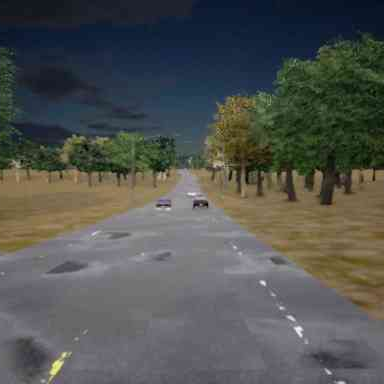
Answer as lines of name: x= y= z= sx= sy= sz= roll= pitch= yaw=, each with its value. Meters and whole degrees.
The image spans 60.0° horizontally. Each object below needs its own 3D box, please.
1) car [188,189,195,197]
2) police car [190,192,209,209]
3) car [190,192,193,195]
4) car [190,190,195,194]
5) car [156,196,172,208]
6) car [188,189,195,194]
car: x=-0.028 y=0.421 z=75.763 sx=1.895 sy=1.301 sz=4.718 roll=0 pitch=2 yaw=0
police car: x=1.035 y=1.188 z=40.487 sx=1.930 sy=1.638 sz=5.238 roll=0 pitch=1 yaw=0
car: x=1.032 y=1.102 z=50.376 sx=1.812 sy=1.442 sz=4.674 roll=0 pitch=1 yaw=0
car: x=1.029 y=0.895 z=56.562 sx=1.801 sy=1.575 sz=5.366 roll=0 pitch=1 yaw=0
car: x=-3.604 y=1.262 z=43.316 sx=2.033 sy=1.411 sz=5.357 roll=0 pitch=1 yaw=0
car: x=-0.033 y=-0.181 z=91.054 sx=1.895 sy=1.301 sz=4.718 roll=0 pitch=3 yaw=0
